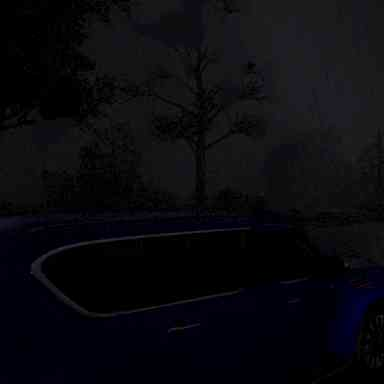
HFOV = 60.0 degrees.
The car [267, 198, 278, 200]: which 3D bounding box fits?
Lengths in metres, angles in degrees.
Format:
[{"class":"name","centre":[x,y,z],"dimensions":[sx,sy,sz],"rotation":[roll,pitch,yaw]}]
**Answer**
[{"class":"car","centre":[12.359,1.601,52.007],"dimensions":[2.033,1.411,5.357],"rotation":[0,0,-26]}]

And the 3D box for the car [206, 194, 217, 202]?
[{"class":"car","centre":[4.745,1.453,69.234],"dimensions":[2.150,2.045,5.566],"rotation":[0,-1,-23]}]

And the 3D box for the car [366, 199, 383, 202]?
[{"class":"car","centre":[20.492,1.524,36.528],"dimensions":[1.812,1.442,4.674],"rotation":[0,0,-29]}]

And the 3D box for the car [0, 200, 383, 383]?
[{"class":"car","centre":[0.201,1.221,3.844],"dimensions":[5.566,2.045,2.150],"rotation":[0,0,-35]}]
